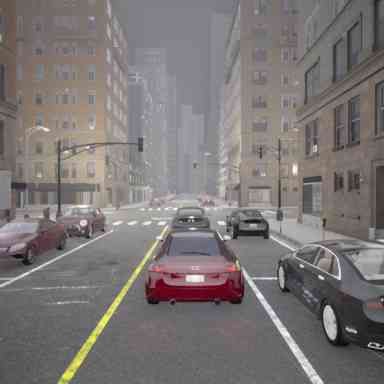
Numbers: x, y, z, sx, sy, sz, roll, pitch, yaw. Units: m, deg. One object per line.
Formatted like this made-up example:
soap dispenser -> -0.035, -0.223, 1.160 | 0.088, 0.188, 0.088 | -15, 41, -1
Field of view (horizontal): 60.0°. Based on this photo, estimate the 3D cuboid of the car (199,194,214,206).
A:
car -> 2.604, 1.473, 54.230 | 1.967, 1.590, 4.097 | 0, 0, 0

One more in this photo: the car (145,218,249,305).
car -> 0.040, 1.563, 8.135 | 1.994, 1.385, 4.181 | 0, 0, -1

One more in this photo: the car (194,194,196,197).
car -> 2.470, 1.451, 92.093 | 2.192, 1.841, 5.009 | 0, 0, 0

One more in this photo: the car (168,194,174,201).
car -> -6.015, 1.621, 81.070 | 1.752, 1.417, 4.829 | 0, 0, 0

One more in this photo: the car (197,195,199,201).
car -> 2.567, 1.603, 65.048 | 2.008, 1.369, 4.403 | 0, 0, 0

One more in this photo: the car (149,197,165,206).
car -> -5.920, 1.614, 54.198 | 1.802, 1.307, 4.206 | 0, 0, 0

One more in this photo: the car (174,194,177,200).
car -> -6.055, 1.451, 92.058 | 2.192, 1.841, 5.009 | 0, 0, 0

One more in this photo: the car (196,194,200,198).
car -> 2.528, 1.519, 75.866 | 1.967, 1.590, 4.097 | 0, 0, 0

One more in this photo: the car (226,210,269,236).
car -> 2.768, 1.565, 17.140 | 1.947, 1.339, 4.313 | 0, 0, 0

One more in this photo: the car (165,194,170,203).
car -> -5.958, 1.603, 65.014 | 2.008, 1.369, 4.403 | 0, 0, 0

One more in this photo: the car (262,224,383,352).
car -> 2.827, 1.550, 6.138 | 2.008, 1.369, 4.403 | 0, 0, 0

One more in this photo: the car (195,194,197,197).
car -> 2.489, 1.555, 86.684 | 1.967, 1.590, 4.097 | 0, 0, 0

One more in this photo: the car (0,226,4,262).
car -> -5.698, 1.565, 6.092 | 1.947, 1.339, 4.313 | 0, 0, 0

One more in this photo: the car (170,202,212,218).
car -> -0.051, 1.505, 17.048 | 1.837, 1.490, 4.892 | 0, 0, 0

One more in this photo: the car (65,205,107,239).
car -> -5.757, 1.440, 17.095 | 1.967, 1.590, 4.097 | 0, 0, 0

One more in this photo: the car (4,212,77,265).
car -> -5.728, 1.581, 11.594 | 1.802, 1.307, 4.206 | 0, 0, 0
